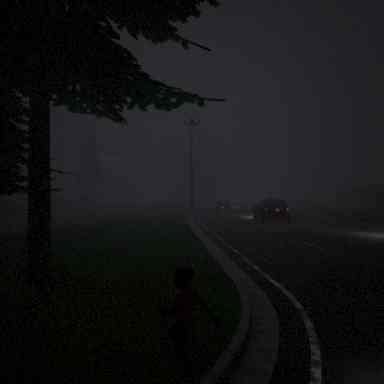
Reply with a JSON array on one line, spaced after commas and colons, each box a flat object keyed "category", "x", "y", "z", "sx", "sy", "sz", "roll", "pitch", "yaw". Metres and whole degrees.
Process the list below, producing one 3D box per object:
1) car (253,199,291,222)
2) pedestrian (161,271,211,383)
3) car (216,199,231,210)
[{"category": "car", "x": 6.185, "y": 1.353, "z": 26.266, "sx": 2.097, "sy": 1.767, "sz": 4.553, "roll": 0, "pitch": 0, "yaw": -1}, {"category": "pedestrian", "x": -0.066, "y": 1.144, "z": 3.674, "sx": 0.375, "sy": 1.860, "sz": 0.375, "roll": 0, "pitch": 0, "yaw": 30}, {"category": "car", "x": 4.072, "y": 1.601, "z": 42.948, "sx": 1.895, "sy": 1.301, "sz": 4.718, "roll": 0, "pitch": 0, "yaw": 7}]
